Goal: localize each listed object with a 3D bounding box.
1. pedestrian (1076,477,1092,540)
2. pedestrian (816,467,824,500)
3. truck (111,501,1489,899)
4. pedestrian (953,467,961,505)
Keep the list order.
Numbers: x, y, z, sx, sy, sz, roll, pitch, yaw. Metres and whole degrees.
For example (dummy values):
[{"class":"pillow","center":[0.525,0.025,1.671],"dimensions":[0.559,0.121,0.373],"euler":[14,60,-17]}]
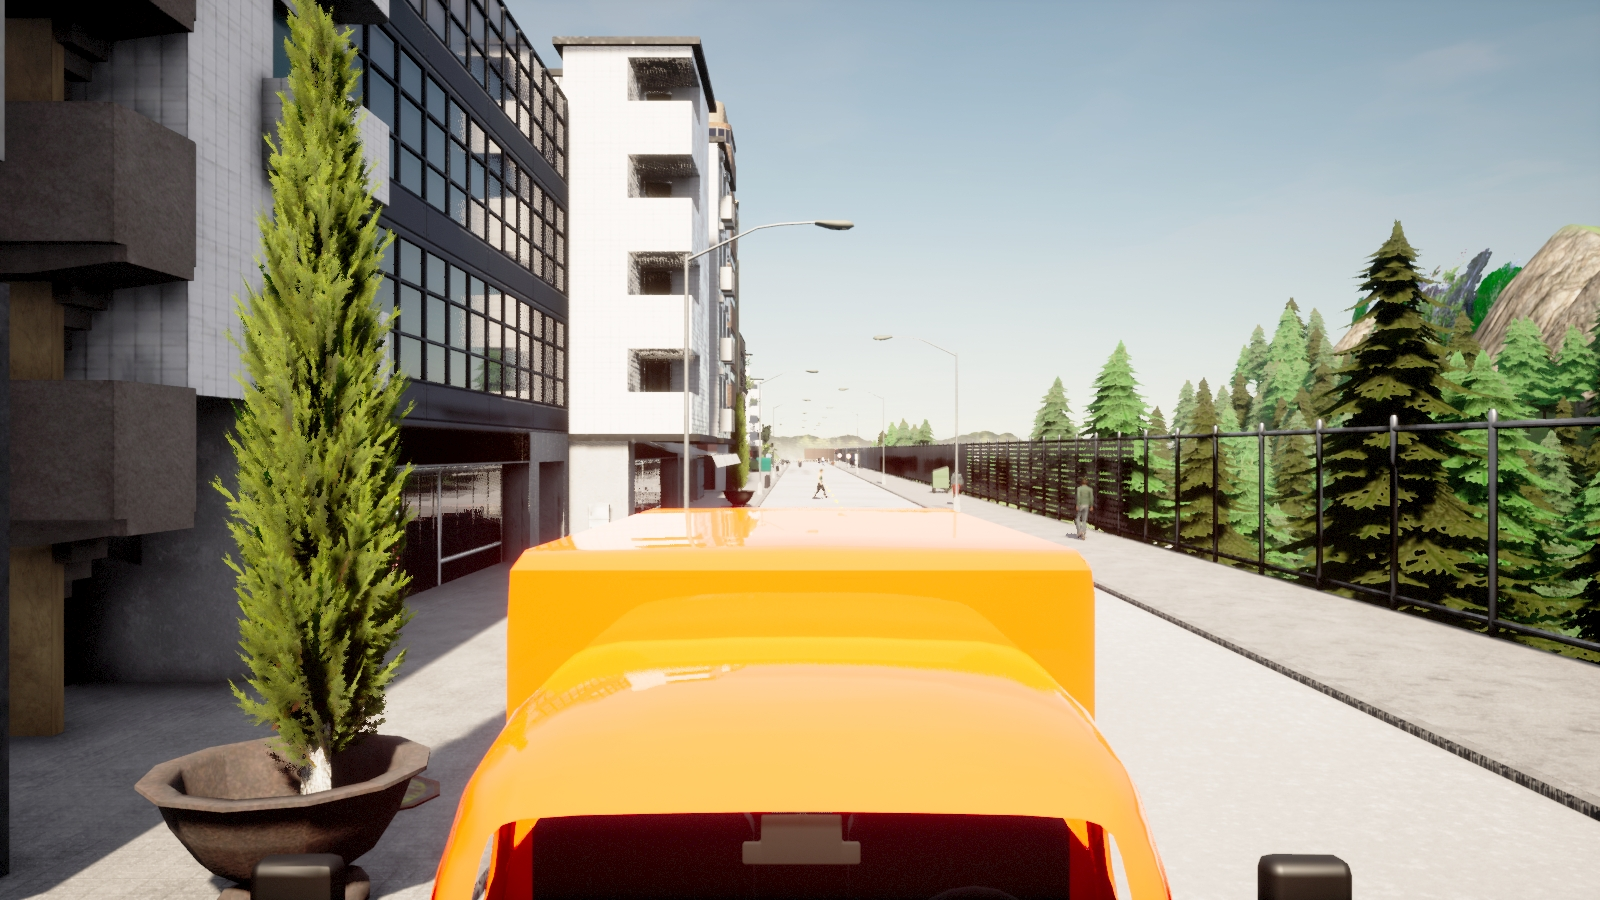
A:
[{"class":"pedestrian","center":[8.556,1.758,34.431],"dimensions":[0.375,1.860,0.375],"euler":[0,0,-3]},{"class":"pedestrian","center":[1.127,1.874,64.645],"dimensions":[0.375,1.860,0.375],"euler":[0,0,26]},{"class":"truck","center":[0.000,1.568,4.783],"dimensions":[2.627,2.467,5.204],"euler":[0,0,0]},{"class":"pedestrian","center":[7.676,1.766,55.886],"dimensions":[0.375,1.860,0.375],"euler":[0,0,0]}]
